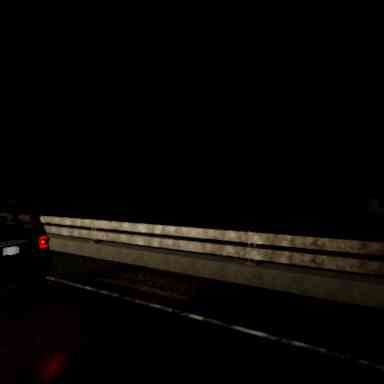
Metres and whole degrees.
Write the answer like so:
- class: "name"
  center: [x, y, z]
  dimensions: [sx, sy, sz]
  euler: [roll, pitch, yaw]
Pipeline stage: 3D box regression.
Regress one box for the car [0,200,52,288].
- class: "car"
  center: [-5.642, 1.210, 7.972]
  dimensions: [5.566, 2.045, 2.150]
  euler: [0, 0, 36]
